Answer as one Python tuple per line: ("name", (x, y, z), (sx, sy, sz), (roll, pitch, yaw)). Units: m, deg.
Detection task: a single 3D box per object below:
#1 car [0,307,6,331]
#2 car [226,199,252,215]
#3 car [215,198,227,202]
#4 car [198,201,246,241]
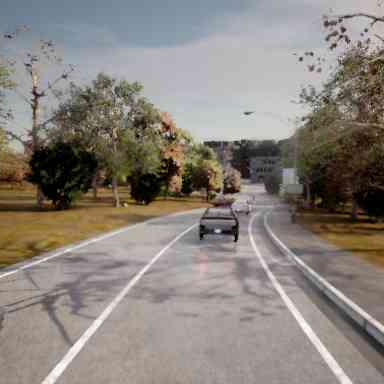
("car", (-3.504, 1.528, 2.168), (2.033, 1.411, 5.357), (0, 0, 1))
("car", (5.114, 1.515, 34.499), (1.812, 1.442, 4.674), (1, 0, 15))
("car", (3.987, 1.502, 43.898), (1.895, 1.301, 4.718), (2, 0, 17))
("car", (1.441, 1.471, 16.799), (2.128, 1.511, 4.902), (1, 0, 8))
